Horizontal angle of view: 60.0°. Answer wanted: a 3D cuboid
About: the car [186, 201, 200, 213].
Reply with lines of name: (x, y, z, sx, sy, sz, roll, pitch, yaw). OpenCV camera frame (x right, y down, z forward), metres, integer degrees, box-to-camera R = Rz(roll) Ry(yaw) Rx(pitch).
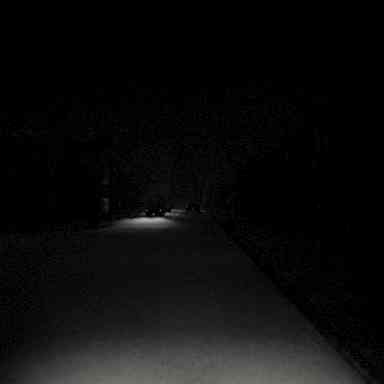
car: (0.114, 2.093, 45.900, 1.812, 1.442, 4.674, 0, -1, 0)

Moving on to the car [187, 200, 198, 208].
car: (0.114, 2.337, 63.924, 2.033, 1.411, 5.357, 0, -1, 0)

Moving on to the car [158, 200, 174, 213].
car: (-4.080, 1.928, 46.586, 2.097, 1.767, 4.553, 0, -1, 0)

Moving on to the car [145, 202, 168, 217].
car: (-4.093, 2.066, 37.621, 1.895, 1.301, 4.718, 0, -1, 0)
